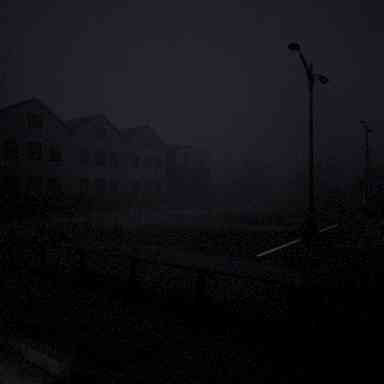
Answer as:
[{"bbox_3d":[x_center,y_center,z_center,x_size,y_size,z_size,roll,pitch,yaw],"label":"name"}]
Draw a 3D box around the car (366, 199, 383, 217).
[{"bbox_3d":[15.375,1.298,26.844,2.007,1.523,4.514,0,0,35],"label":"car"}]
